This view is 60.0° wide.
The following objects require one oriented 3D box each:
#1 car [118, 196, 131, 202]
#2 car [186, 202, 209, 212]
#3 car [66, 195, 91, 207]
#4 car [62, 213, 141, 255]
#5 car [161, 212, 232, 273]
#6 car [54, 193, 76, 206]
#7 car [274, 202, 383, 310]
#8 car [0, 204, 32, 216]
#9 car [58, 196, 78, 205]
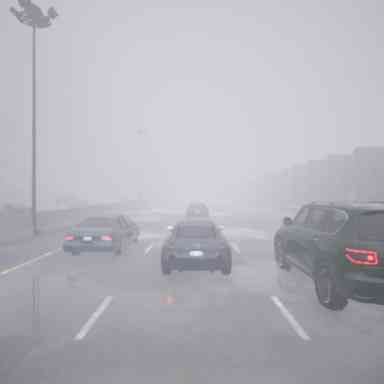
[{"bbox_3d":[-13.558,1.589,67.280,2.033,1.411,5.357,0,0,-2],"label":"car"},{"bbox_3d":[0.487,1.586,29.576,1.994,1.385,4.181,0,0,1],"label":"car"},{"bbox_3d":[-16.880,1.601,50.406,1.994,1.385,4.181,0,0,0],"label":"car"},{"bbox_3d":[-3.353,1.557,13.279,2.033,1.411,5.357,0,0,1],"label":"car"},{"bbox_3d":[0.131,1.572,10.660,1.994,1.385,4.181,0,0,0],"label":"car"},{"bbox_3d":[-20.372,1.261,53.970,2.150,2.045,5.566,0,0,0],"label":"car"},{"bbox_3d":[3.606,1.229,7.954,2.150,2.045,5.566,0,0,0],"label":"car"},{"bbox_3d":[-13.819,1.583,25.332,1.994,1.385,4.181,0,0,1],"label":"car"},{"bbox_3d":[-23.945,1.569,64.312,2.128,1.511,4.902,0,0,0],"label":"car"}]
